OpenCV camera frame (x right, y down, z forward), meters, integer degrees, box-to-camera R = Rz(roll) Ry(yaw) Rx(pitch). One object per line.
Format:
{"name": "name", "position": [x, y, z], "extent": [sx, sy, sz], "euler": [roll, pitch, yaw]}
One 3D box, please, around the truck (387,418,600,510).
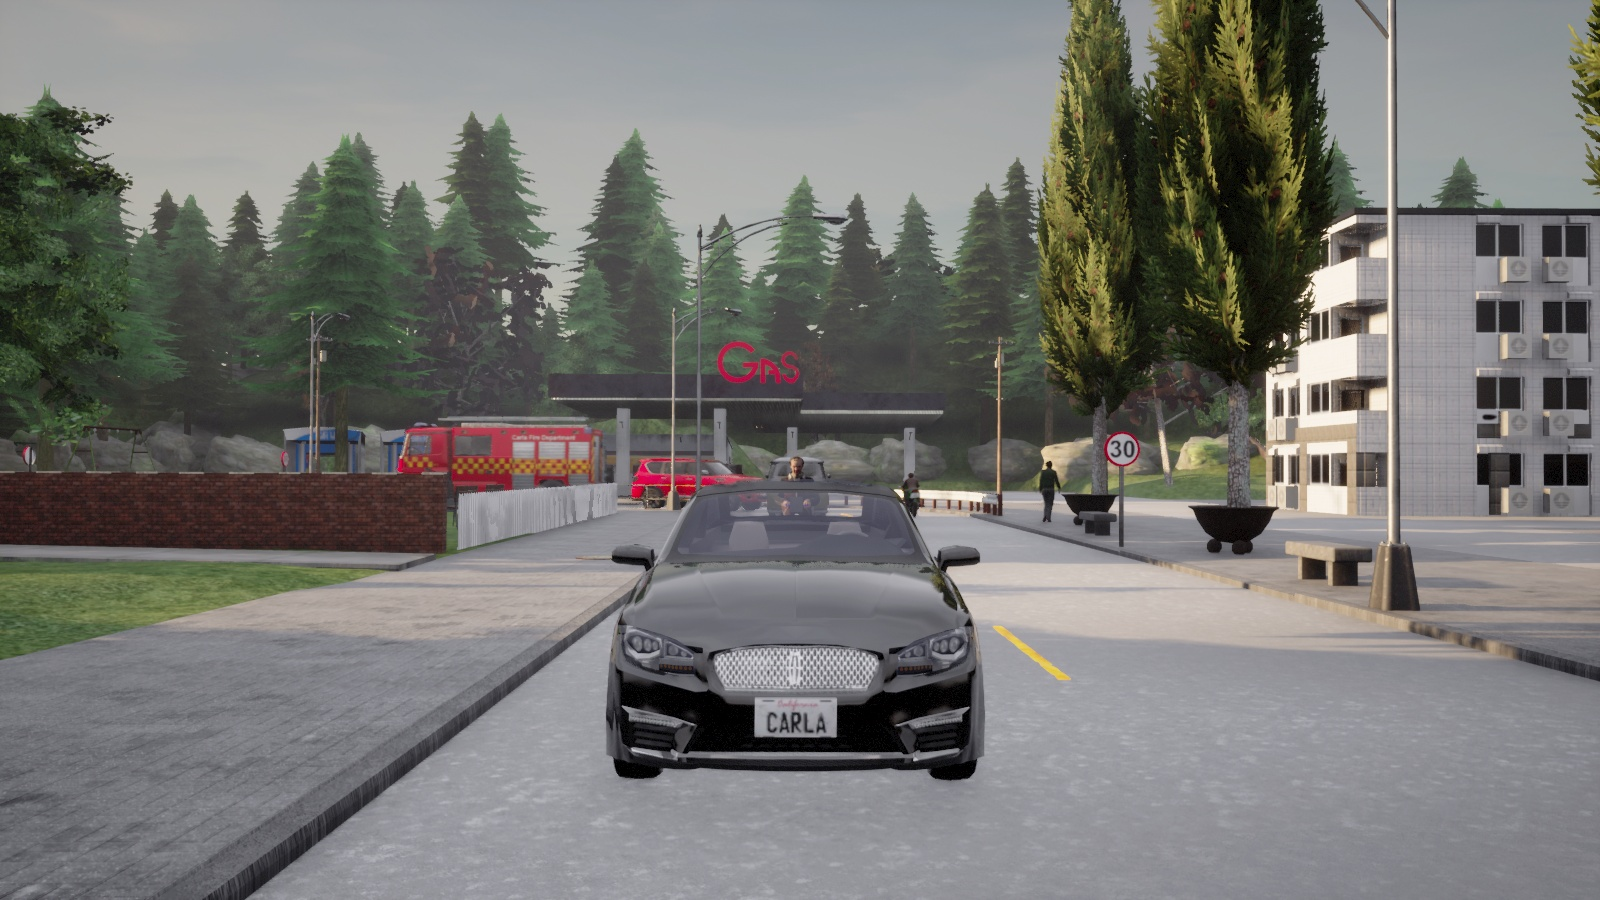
{"name": "truck", "position": [-13.147, 0.612, 54.282], "extent": [8.468, 3.827, 2.891], "euler": [0, -1, 2]}

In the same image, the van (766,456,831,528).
{"name": "van", "position": [-0.084, 1.187, 36.966], "extent": [1.775, 1.987, 4.442], "euler": [0, -1, -1]}

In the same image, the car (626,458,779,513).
{"name": "car", "position": [-3.801, 1.365, 48.663], "extent": [5.566, 2.045, 2.150], "euler": [-1, -1, 25]}

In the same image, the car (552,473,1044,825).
{"name": "car", "position": [-0.019, 0.903, 7.894], "extent": [2.128, 1.511, 4.902], "euler": [0, -1, 0]}

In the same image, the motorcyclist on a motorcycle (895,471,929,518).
{"name": "motorcyclist on a motorcycle", "position": [3.792, 1.497, 42.682], "extent": [0.797, 1.523, 2.044], "euler": [-1, -1, -4]}

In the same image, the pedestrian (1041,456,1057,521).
{"name": "pedestrian", "position": [7.189, 1.103, 36.250], "extent": [0.353, 1.847, 0.614], "euler": [-1, -1, 18]}
